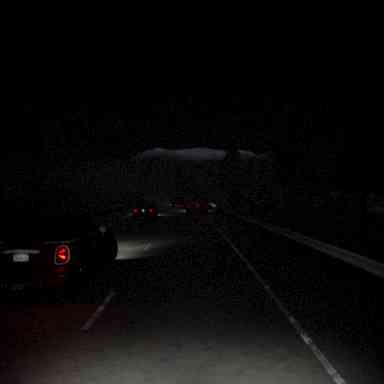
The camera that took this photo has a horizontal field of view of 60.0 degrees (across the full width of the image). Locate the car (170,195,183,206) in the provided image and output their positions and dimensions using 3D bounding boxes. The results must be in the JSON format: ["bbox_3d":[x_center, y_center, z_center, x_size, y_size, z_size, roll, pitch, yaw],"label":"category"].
[{"bbox_3d":[-2.073,1.286,51.887,2.097,1.767,4.553,0,0,-6],"label":"car"}]

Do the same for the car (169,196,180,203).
[{"bbox_3d":[-3.502,1.482,66.821,2.033,1.411,5.357,0,0,-6],"label":"car"}]

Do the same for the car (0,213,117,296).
[{"bbox_3d":[-3.430,1.341,8.789,2.097,1.767,4.553,0,0,0],"label":"car"}]

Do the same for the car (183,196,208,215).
[{"bbox_3d":[0.454,1.308,34.109,2.097,1.767,4.553,0,0,-3],"label":"car"}]

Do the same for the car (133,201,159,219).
[{"bbox_3d":[-3.914,1.511,28.420,2.033,1.411,5.357,0,0,-3],"label":"car"}]
